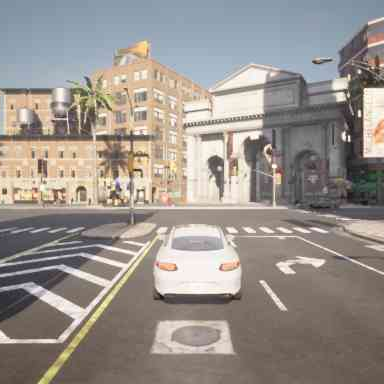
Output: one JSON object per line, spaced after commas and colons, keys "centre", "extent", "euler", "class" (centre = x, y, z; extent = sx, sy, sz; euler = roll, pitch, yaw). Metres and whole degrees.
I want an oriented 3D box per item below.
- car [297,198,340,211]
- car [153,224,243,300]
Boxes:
{"centre": [15.364, 1.492, 40.429], "extent": [4.902, 1.511, 2.128], "euler": [0, 0, 1], "class": "car"}
{"centre": [0.108, 1.526, 8.276], "extent": [1.812, 1.442, 4.674], "euler": [0, 0, 0], "class": "car"}
